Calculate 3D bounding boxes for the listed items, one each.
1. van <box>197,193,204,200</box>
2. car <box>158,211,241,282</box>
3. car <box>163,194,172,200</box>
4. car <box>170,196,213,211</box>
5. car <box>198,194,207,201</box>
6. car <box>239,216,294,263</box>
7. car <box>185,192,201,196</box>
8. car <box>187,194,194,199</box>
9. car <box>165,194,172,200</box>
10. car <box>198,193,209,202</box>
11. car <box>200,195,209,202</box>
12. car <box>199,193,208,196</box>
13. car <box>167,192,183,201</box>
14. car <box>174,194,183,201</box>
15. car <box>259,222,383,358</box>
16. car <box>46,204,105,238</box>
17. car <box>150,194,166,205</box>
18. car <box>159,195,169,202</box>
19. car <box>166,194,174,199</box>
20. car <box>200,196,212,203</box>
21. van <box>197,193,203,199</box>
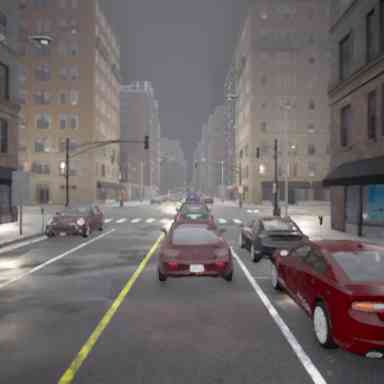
[{"bbox_3d":[2.277,1.093,88.511,1.690,1.788,3.998,0,0,-1],"label":"van"},{"bbox_3d":[0.058,1.486,9.532,1.812,1.442,4.674,0,0,-1],"label":"car"},{"bbox_3d":[-6.199,1.196,82.937,1.967,1.590,4.097,0,0,-1],"label":"car"},{"bbox_3d":[0.108,1.277,18.391,2.097,1.767,4.553,0,0,0],"label":"car"},{"bbox_3d":[2.375,1.201,77.498,1.967,1.590,4.097,0,0,-1],"label":"car"},{"bbox_3d":[2.681,1.502,11.543,2.008,1.369,4.403,0,0,0],"label":"car"},{"bbox_3d":[-0.030,1.016,58.653,2.150,2.045,5.566,0,0,-1],"label":"car"},{"bbox_3d":[-0.434,1.304,92.937,1.994,1.385,4.181,0,0,-1],"label":"car"},{"bbox_3d":[-6.249,1.334,88.445,1.802,1.307,4.206,0,0,-1],"label":"car"},{"bbox_3d":[2.424,1.084,71.990,2.192,1.841,5.009,0,0,-1],"label":"car"},{"bbox_3d":[2.471,1.303,66.653,1.752,1.417,4.829,0,0,-1],"label":"car"},{"bbox_3d":[2.571,1.347,55.470,1.887,1.381,4.507,0,0,-1],"label":"car"},{"bbox_3d":[-3.207,1.133,65.024,2.097,1.767,4.553,0,0,0],"label":"car"},{"bbox_3d":[-3.323,1.310,80.466,1.994,1.385,4.181,0,0,-1],"label":"car"},{"bbox_3d":[2.678,1.518,6.052,1.887,1.381,4.507,0,0,0],"label":"car"},{"bbox_3d":[-5.841,1.370,17.035,1.967,1.590,4.097,0,0,0],"label":"car"},{"bbox_3d":[-5.954,1.353,55.397,2.008,1.369,4.403,0,0,-1],"label":"car"},{"bbox_3d":[-6.102,1.350,71.921,1.802,1.307,4.206,0,0,-1],"label":"car"},{"bbox_3d":[-6.298,1.317,93.953,1.947,1.339,4.313,0,0,-1],"label":"car"},{"bbox_3d":[2.522,1.355,60.976,1.947,1.339,4.313,0,0,-1],"label":"car"},{"bbox_3d":[2.228,1.092,94.018,1.690,1.788,3.998,0,0,-1],"label":"van"}]
